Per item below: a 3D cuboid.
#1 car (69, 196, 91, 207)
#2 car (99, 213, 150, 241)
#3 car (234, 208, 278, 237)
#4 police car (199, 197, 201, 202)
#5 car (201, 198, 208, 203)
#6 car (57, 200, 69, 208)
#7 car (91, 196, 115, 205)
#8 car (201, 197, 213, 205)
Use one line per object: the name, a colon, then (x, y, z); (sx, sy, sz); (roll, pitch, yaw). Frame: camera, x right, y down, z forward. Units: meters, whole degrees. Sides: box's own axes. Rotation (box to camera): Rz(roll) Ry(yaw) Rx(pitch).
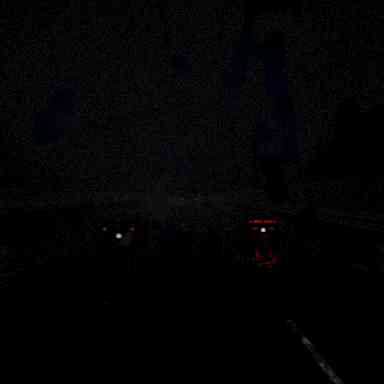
car: (-17.539, 1.712, 54.150); (2.150, 2.045, 5.566); (0, 0, 1)
car: (-3.397, 1.770, 17.660); (1.895, 1.301, 4.718); (0, -1, 0)
car: (3.603, 1.689, 19.220); (1.837, 1.490, 4.892); (0, 0, 0)
police car: (3.511, 2.257, 84.510); (2.038, 1.542, 4.974); (0, -1, 0)
car: (3.512, 2.353, 95.515); (1.837, 1.490, 4.892); (0, 0, 0)
car: (-21.020, 2.058, 56.414); (2.033, 1.411, 5.357); (0, 0, 1)
car: (-14.044, 1.712, 54.153); (2.150, 2.045, 5.566); (0, 0, 1)
car: (3.509, 2.221, 73.503); (1.994, 1.385, 4.181); (0, 0, 0)
